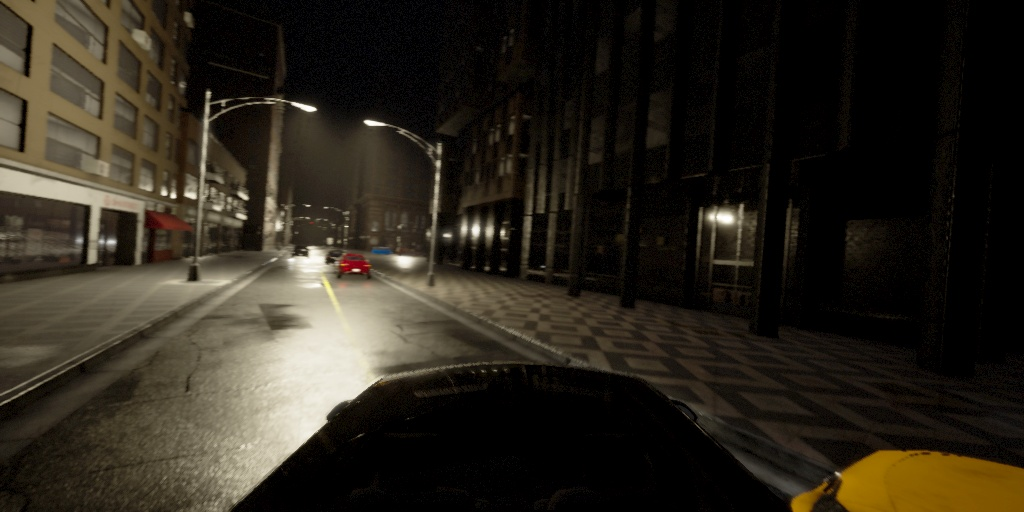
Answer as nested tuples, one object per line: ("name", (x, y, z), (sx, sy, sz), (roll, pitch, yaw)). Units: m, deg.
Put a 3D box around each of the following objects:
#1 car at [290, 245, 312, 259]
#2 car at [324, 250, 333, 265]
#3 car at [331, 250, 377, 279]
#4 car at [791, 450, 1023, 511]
("car", (-24.023, -0.468, 40.822), (1.837, 1.490, 4.892), (4, 0, -30))
("car", (-16.716, 0.124, 34.152), (1.994, 1.385, 4.181), (4, 0, -29))
("car", (-9.917, 0.568, 22.279), (1.812, 1.442, 4.674), (4, 0, -29))
("car", (3.609, 1.463, 0.271), (1.801, 1.575, 5.366), (4, 0, -30))
